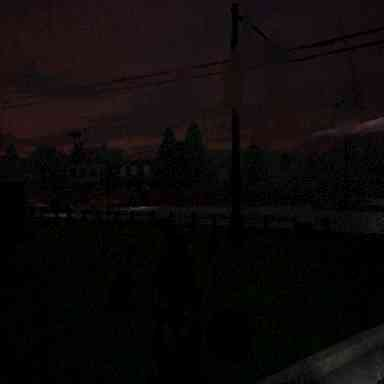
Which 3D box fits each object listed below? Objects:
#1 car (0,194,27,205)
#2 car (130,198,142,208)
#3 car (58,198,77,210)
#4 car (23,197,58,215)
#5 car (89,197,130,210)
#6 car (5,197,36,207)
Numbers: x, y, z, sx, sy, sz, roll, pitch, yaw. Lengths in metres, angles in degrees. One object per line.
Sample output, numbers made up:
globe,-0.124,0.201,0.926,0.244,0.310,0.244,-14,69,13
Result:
car,-30.598,1.288,56.924,4.553,1.767,2.097,0,0,30
car,-9.012,1.404,45.406,4.181,1.385,1.994,0,0,23
car,-14.575,1.418,35.917,4.902,1.511,2.128,0,0,29
car,-15.948,1.430,32.676,5.008,1.535,1.882,0,0,29
car,-10.616,1.347,41.725,5.008,1.535,1.882,0,0,29
car,-25.905,1.462,50.253,4.674,1.442,1.812,0,0,29
